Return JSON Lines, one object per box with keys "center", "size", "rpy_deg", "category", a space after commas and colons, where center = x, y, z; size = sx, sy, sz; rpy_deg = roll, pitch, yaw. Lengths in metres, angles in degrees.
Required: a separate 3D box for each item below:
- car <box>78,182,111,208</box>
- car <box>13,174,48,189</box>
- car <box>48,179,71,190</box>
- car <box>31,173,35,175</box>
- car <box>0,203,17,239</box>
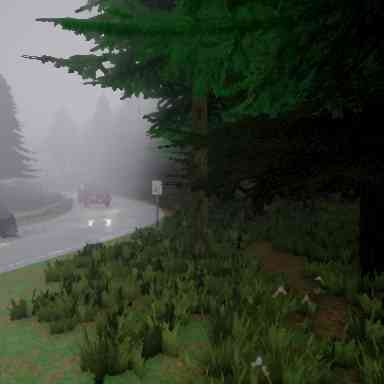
{"center": [-9.150, 0.194, 30.954], "size": [2.150, 2.045, 5.566], "rpy_deg": [0, 5, -27], "category": "car"}
{"center": [-21.246, -1.023, 43.101], "size": [5.008, 1.535, 1.882], "rpy_deg": [6, 3, 37], "category": "car"}
{"center": [-18.443, -0.951, 45.363], "size": [4.892, 1.490, 1.837], "rpy_deg": [6, 4, 38], "category": "car"}
{"center": [-25.775, -2.127, 52.419], "size": [2.150, 2.045, 5.566], "rpy_deg": [0, 5, -30], "category": "car"}
{"center": [-9.596, 1.268, 13.735], "size": [2.097, 1.767, 4.553], "rpy_deg": [0, 1, 15], "category": "car"}
